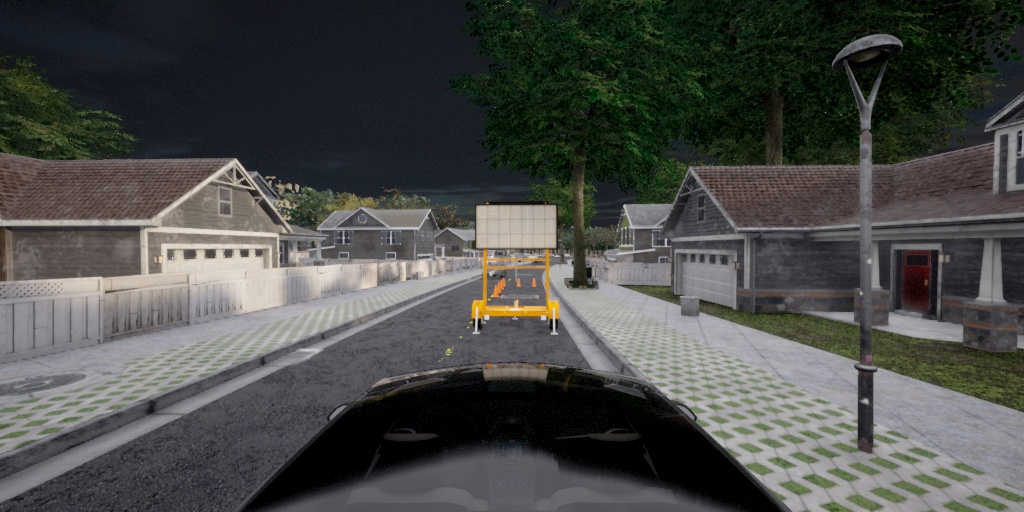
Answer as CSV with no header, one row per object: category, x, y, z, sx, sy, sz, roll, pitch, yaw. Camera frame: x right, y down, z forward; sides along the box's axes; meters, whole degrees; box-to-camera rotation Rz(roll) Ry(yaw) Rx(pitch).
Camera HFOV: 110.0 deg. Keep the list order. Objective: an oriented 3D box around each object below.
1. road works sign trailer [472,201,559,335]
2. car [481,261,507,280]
road works sign trailer,0.128,0.213,10.555,2.380,3.560,2.880,0,0,2
car,-1.522,1.234,31.694,2.128,1.511,4.902,0,0,5
